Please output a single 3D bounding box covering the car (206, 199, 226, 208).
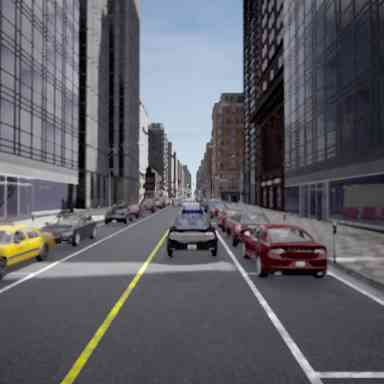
[{"bbox_3d":[2.671,1.796,32.913,1.967,1.590,4.097,1,-1,0],"label":"car"}]

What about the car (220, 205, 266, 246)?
[{"bbox_3d":[2.674,1.614,16.041,1.967,1.590,4.097,1,-1,0],"label":"car"}]

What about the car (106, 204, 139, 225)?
[{"bbox_3d":[-5.855,1.861,27.293,1.947,1.339,4.313,1,-1,0],"label":"car"}]

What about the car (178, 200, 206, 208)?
[{"bbox_3d":[0.023,1.793,29.251,1.882,1.535,5.008,0,0,0],"label":"car"}]

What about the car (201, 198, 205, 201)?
[{"bbox_3d":[2.670,1.794,44.162,2.192,1.841,5.009,1,-1,0],"label":"car"}]

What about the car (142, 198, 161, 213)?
[{"bbox_3d":[-5.856,1.794,44.168,2.192,1.841,5.009,1,-1,0],"label":"car"}]

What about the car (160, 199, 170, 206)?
[{"bbox_3d":[-5.863,2.317,72.117,1.752,1.417,4.829,1,-1,0],"label":"car"}]

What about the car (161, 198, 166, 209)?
[{"bbox_3d":[-5.860,2.149,55.414,1.887,1.381,4.507,1,-1,0],"label":"car"}]

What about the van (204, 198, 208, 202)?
[{"bbox_3d":[2.671,1.758,38.538,1.690,1.788,3.998,1,-1,0],"label":"van"}]

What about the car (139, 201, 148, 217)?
[{"bbox_3d":[-5.856,1.901,32.917,1.887,1.381,4.507,1,-1,0],"label":"car"}]

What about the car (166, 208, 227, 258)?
[{"bbox_3d":[0.018,1.639,13.506,2.128,1.511,4.902,0,0,0],"label":"car"}]

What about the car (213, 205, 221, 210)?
[{"bbox_3d":[2.672,1.779,21.664,1.887,1.381,4.507,1,-1,0],"label":"car"}]

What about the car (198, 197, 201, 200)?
[{"bbox_3d":[2.666,2.108,61.032,1.967,1.590,4.097,1,-1,0],"label":"car"}]

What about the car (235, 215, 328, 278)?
[{"bbox_3d":[2.674,1.658,10.416,1.887,1.381,4.507,1,-1,0],"label":"car"}]

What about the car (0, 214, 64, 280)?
[{"bbox_3d":[-5.852,1.637,10.251,1.752,1.417,4.829,1,-1,0],"label":"car"}]

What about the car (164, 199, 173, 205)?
[{"bbox_3d":[-5.865,2.444,83.366,1.752,1.417,4.829,1,-1,0],"label":"car"}]

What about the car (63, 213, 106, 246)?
[{"bbox_3d":[-5.853,1.724,16.045,2.008,1.369,4.403,1,-1,0],"label":"car"}]

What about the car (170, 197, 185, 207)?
[{"bbox_3d":[-3.030,2.215,65.354,2.128,1.511,4.902,0,-1,0],"label":"car"}]

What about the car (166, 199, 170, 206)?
[{"bbox_3d":[-5.859,1.983,61.041,2.192,1.841,5.009,1,-1,0],"label":"car"}]

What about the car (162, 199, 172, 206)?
[{"bbox_3d":[-5.864,2.402,77.911,1.887,1.381,4.507,1,-1,0],"label":"car"}]

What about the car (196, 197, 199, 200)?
[{"bbox_3d":[2.665,2.109,72.282,2.192,1.841,5.009,1,-1,0],"label":"car"}]
